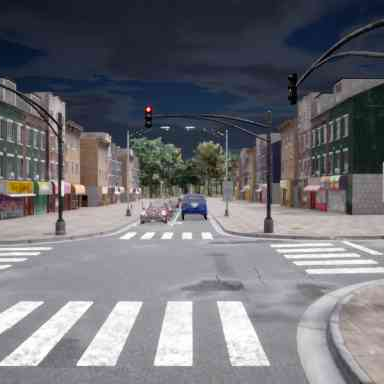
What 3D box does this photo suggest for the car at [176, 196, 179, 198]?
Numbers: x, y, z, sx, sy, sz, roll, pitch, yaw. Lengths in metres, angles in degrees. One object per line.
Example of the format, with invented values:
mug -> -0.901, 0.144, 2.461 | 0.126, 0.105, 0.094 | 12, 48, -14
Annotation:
car -> -2.648, 1.569, 46.296 | 1.887, 1.381, 4.507 | -1, 0, 0

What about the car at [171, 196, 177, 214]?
car -> -2.648, 1.448, 29.992 | 1.967, 1.590, 4.097 | -1, 0, 0

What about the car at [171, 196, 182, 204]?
car -> -3.022, 1.554, 64.176 | 1.837, 1.490, 4.892 | 0, 0, 0

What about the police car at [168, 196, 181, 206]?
police car -> -3.010, 1.464, 57.286 | 1.930, 1.638, 5.238 | 0, 0, 0

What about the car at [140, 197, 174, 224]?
car -> -2.648, 1.444, 24.558 | 1.967, 1.590, 4.097 | -1, 0, 0

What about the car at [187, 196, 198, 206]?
car -> 0.097, 1.546, 58.424 | 1.837, 1.490, 4.892 | 0, 0, 0

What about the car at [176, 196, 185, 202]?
car -> -2.648, 1.625, 78.905 | 2.008, 1.369, 4.403 | -1, 0, 0

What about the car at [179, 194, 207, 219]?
car -> 0.159, 1.229, 29.582 | 2.150, 2.045, 5.566 | 0, 0, -1

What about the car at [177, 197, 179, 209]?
car -> -2.647, 1.578, 35.427 | 1.947, 1.339, 4.313 | -1, 0, 0

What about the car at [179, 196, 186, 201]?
car -> -2.648, 1.677, 89.775 | 1.802, 1.307, 4.206 | -1, 0, 0
